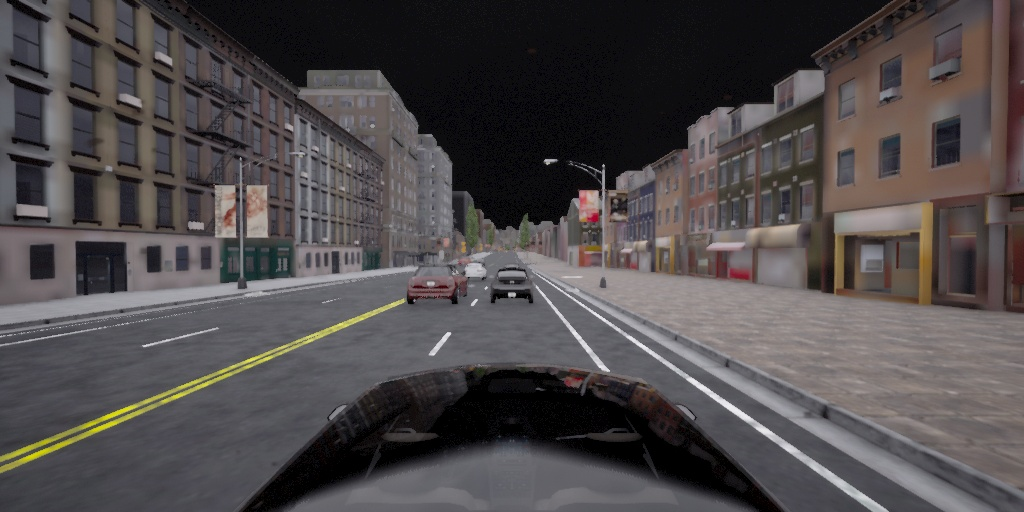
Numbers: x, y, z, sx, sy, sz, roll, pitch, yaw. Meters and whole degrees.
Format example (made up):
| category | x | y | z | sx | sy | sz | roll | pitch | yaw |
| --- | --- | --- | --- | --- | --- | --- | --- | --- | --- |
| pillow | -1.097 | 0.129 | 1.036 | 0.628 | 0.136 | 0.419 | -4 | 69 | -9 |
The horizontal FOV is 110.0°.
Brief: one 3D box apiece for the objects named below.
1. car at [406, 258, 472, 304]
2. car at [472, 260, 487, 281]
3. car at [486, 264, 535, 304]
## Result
| category | x | y | z | sx | sy | sz | roll | pitch | yaw |
| --- | --- | --- | --- | --- | --- | --- | --- | --- | --- |
| car | -3.250 | 1.133 | 16.474 | 2.097 | 1.767 | 4.553 | 0 | 0 | 0 |
| car | -3.250 | 1.368 | 31.508 | 1.812 | 1.442 | 4.674 | 0 | 0 | 0 |
| car | 0.000 | 1.283 | 16.504 | 1.837 | 1.490 | 4.892 | 0 | 0 | 0 |
